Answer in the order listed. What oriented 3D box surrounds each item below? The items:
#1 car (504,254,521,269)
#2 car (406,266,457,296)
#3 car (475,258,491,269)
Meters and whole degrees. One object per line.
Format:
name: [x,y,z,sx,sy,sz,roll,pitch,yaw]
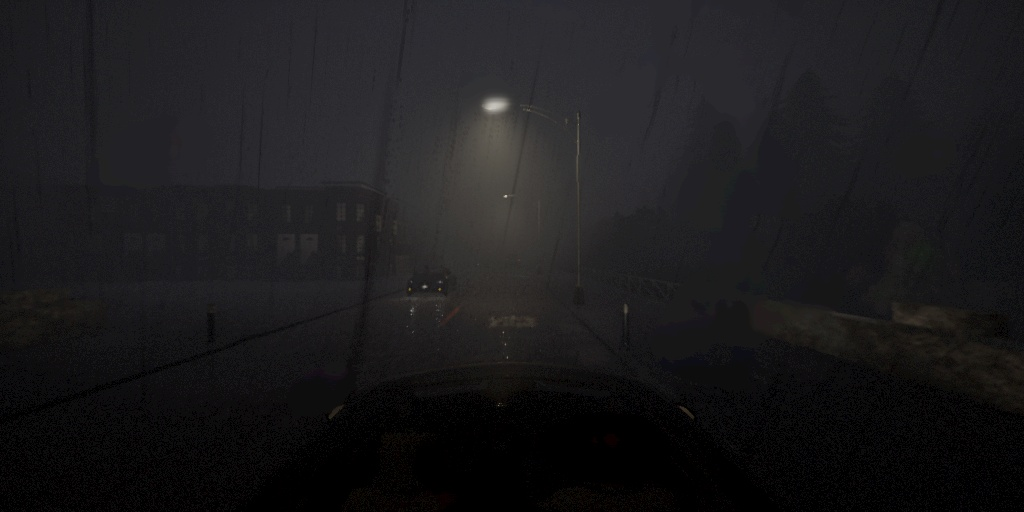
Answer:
car: [0.095,0.762,50.668,2.150,2.045,5.566,0,-1,0]
car: [-4.098,1.244,18.806,1.994,1.385,4.181,0,0,0]
car: [-4.086,1.050,51.177,1.837,1.490,4.892,0,1,0]
